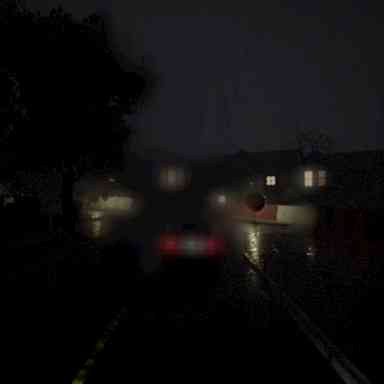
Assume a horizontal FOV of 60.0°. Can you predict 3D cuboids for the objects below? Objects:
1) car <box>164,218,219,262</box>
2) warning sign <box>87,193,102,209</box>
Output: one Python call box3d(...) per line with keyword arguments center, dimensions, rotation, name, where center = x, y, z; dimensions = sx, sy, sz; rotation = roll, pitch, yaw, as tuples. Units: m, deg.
box3d(center=(0.011, 1.682, 12.584), dimensions=(2.033, 1.411, 5.357), rotation=(0, -1, 0), name="car")
box3d(center=(-12.308, 1.128, 41.996), dimensions=(1.060, 1.860, 1.300), rotation=(-1, 0, 32), name="warning sign")
